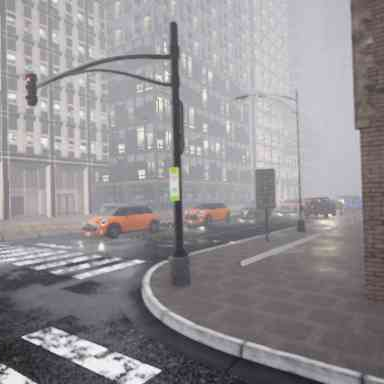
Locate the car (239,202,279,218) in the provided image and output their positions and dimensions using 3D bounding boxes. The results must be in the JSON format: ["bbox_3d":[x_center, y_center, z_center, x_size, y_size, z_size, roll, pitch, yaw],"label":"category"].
[{"bbox_3d":[6.457,1.758,33.357,2.128,1.511,4.902,-2,-1,36],"label":"car"}]

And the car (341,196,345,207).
[{"bbox_3d":[18.481,1.691,44.618,2.128,1.511,4.902,-2,-1,36],"label":"car"}]

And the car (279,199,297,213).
[{"bbox_3d":[12.379,1.639,41.553,2.097,1.767,4.553,-2,-1,36],"label":"car"}]

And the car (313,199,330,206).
[{"bbox_3d":[24.599,1.976,63.045,2.008,1.369,4.403,-2,-2,36],"label":"car"}]

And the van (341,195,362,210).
[{"bbox_3d":[21.678,1.462,44.640,1.690,1.788,3.998,-2,-2,36],"label":"van"}]

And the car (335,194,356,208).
[{"bbox_3d":[24.516,1.444,53.006,2.150,2.045,5.566,-2,-1,34],"label":"car"}]

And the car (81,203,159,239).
[{"bbox_3d":[-3.994,1.585,18.883,2.097,1.767,4.553,-2,-1,37],"label":"car"}]

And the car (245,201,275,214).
[{"bbox_3d":[8.302,1.888,40.370,1.752,1.417,4.829,-2,-2,36],"label":"car"}]

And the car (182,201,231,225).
[{"bbox_3d":[1.195,1.601,26.051,2.097,1.767,4.553,-2,-1,36],"label":"car"}]

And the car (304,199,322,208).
[{"bbox_3d":[21.259,1.937,58.400,1.752,1.417,4.829,-2,-2,36],"label":"car"}]

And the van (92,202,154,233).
[{"bbox_3d":[-4.562,1.660,22.481,1.690,1.788,3.998,-2,-1,36],"label":"van"}]

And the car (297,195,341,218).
[{"bbox_3d":[11.959,1.401,31.118,2.192,1.841,5.009,-2,-2,36],"label":"car"}]

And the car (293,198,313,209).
[{"bbox_3d":[18.117,1.839,54.032,1.967,1.590,4.097,-2,-2,36],"label":"car"}]

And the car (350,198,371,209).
[{"bbox_3d":[24.923,1.684,49.142,2.008,1.369,4.403,-2,-2,36],"label":"car"}]
